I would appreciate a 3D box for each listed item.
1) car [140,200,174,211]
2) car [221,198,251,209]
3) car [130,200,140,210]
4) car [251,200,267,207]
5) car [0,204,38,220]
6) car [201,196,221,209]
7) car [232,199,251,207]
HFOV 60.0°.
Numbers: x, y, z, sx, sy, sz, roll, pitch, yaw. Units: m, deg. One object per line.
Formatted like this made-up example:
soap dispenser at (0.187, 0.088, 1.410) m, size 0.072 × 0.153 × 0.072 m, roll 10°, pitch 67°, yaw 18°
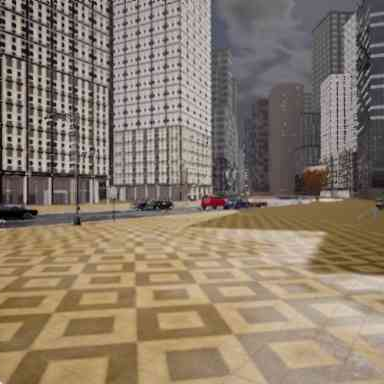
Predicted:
car at (-4.460, 1.839, 45.972) m, size 1.837 × 1.490 × 4.892 m, roll 0°, pitch 0°, yaw 34°
car at (6.819, 1.706, 51.027) m, size 2.097 × 1.767 × 4.553 m, roll 0°, pitch -1°, yaw 33°
car at (-6.911, 1.853, 48.149) m, size 2.128 × 1.511 × 4.902 m, roll 0°, pitch -1°, yaw 34°
car at (11.902, 2.011, 59.248) m, size 1.895 × 1.301 × 4.718 m, roll 0°, pitch -1°, yaw 30°
car at (-16.064, 1.803, 28.921) m, size 1.895 × 1.301 × 4.718 m, roll 0°, pitch -1°, yaw 34°
car at (3.493, 1.592, 51.857) m, size 2.150 × 2.045 × 5.566 m, roll 0°, pitch -1°, yaw 33°
car at (9.122, 2.034, 60.933) m, size 1.895 × 1.301 × 4.718 m, roll 0°, pitch -1°, yaw 30°
